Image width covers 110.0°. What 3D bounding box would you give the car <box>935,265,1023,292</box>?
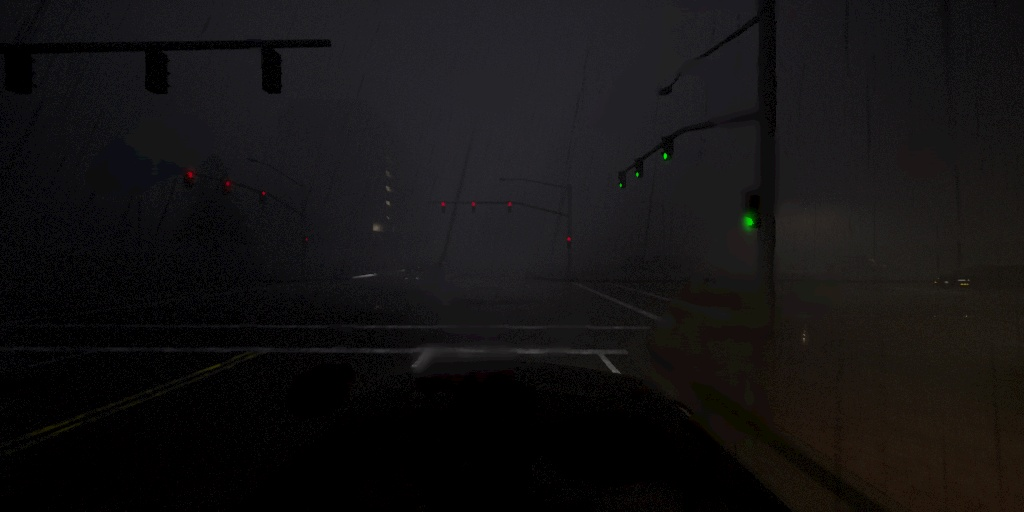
[{"bbox_3d":[27.076,1.235,20.264,4.892,1.490,1.837,0,0,2],"label":"car"}]

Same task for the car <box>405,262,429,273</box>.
[{"bbox_3d":[-11.223,1.310,42.506,1.895,1.301,4.718,0,0,0],"label":"car"}]

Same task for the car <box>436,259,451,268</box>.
[{"bbox_3d":[-11.185,1.198,58.910,1.837,1.490,4.892,0,0,0],"label":"car"}]
